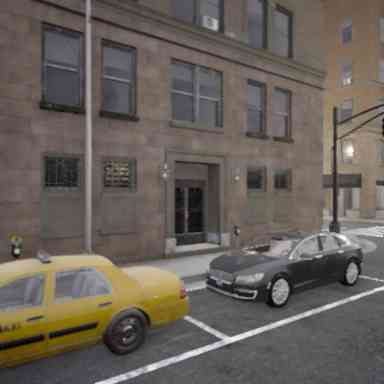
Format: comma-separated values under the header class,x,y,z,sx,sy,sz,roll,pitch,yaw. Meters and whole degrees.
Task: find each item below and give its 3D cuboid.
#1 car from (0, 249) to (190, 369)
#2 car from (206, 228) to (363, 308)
class,x,y,z,sx,sy,sz,roll,pitch,yaw
car,-2.308,1.527,4.541,4.829,1.417,1.752,0,0,-35
car,2.323,1.566,7.844,4.403,1.369,2.008,0,0,-35
